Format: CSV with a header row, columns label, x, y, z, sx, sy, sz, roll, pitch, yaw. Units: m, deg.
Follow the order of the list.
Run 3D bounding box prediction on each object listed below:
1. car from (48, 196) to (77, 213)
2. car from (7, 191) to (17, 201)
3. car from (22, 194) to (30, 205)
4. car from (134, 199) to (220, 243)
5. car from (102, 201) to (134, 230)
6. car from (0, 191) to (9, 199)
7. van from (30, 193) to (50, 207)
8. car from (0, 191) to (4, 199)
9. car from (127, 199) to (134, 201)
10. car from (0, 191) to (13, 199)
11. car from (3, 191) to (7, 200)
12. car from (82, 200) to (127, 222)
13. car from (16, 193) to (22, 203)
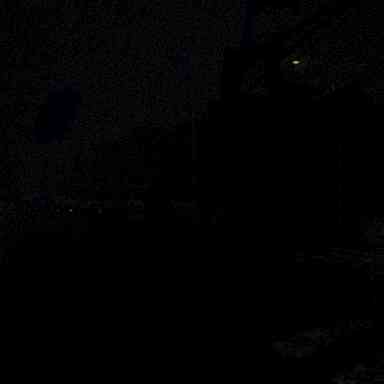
label,x,y,z,sx,sy,sz,roll,pitch,yaw
car,-13.276,1.368,34.575,1.802,1.307,4.206,0,1,-35
car,-32.099,0.884,60.961,1.967,1.590,4.097,0,1,-35
car,-22.589,1.136,47.630,1.752,1.417,4.829,0,1,-35
car,-0.726,1.354,16.982,2.192,1.841,5.009,0,1,-35
car,-3.865,1.539,21.382,1.947,1.339,4.313,0,1,-35
car,-44.647,0.683,78.552,1.967,1.590,4.097,0,1,-35
van,-19.550,1.008,43.368,1.690,1.788,3.998,0,1,-35
car,-38.373,0.655,69.755,2.192,1.841,5.009,0,1,-35
car,-4.709,1.355,26.918,1.882,1.535,5.008,-1,1,-35
car,-41.510,0.606,74.153,2.192,1.841,5.009,0,1,-35
car,-35.236,0.831,65.359,1.967,1.590,4.097,0,1,-35
car,-7.001,1.350,25.778,1.967,1.590,4.097,0,1,-35
car,-25.726,1.080,52.028,1.752,1.417,4.829,0,1,-35
